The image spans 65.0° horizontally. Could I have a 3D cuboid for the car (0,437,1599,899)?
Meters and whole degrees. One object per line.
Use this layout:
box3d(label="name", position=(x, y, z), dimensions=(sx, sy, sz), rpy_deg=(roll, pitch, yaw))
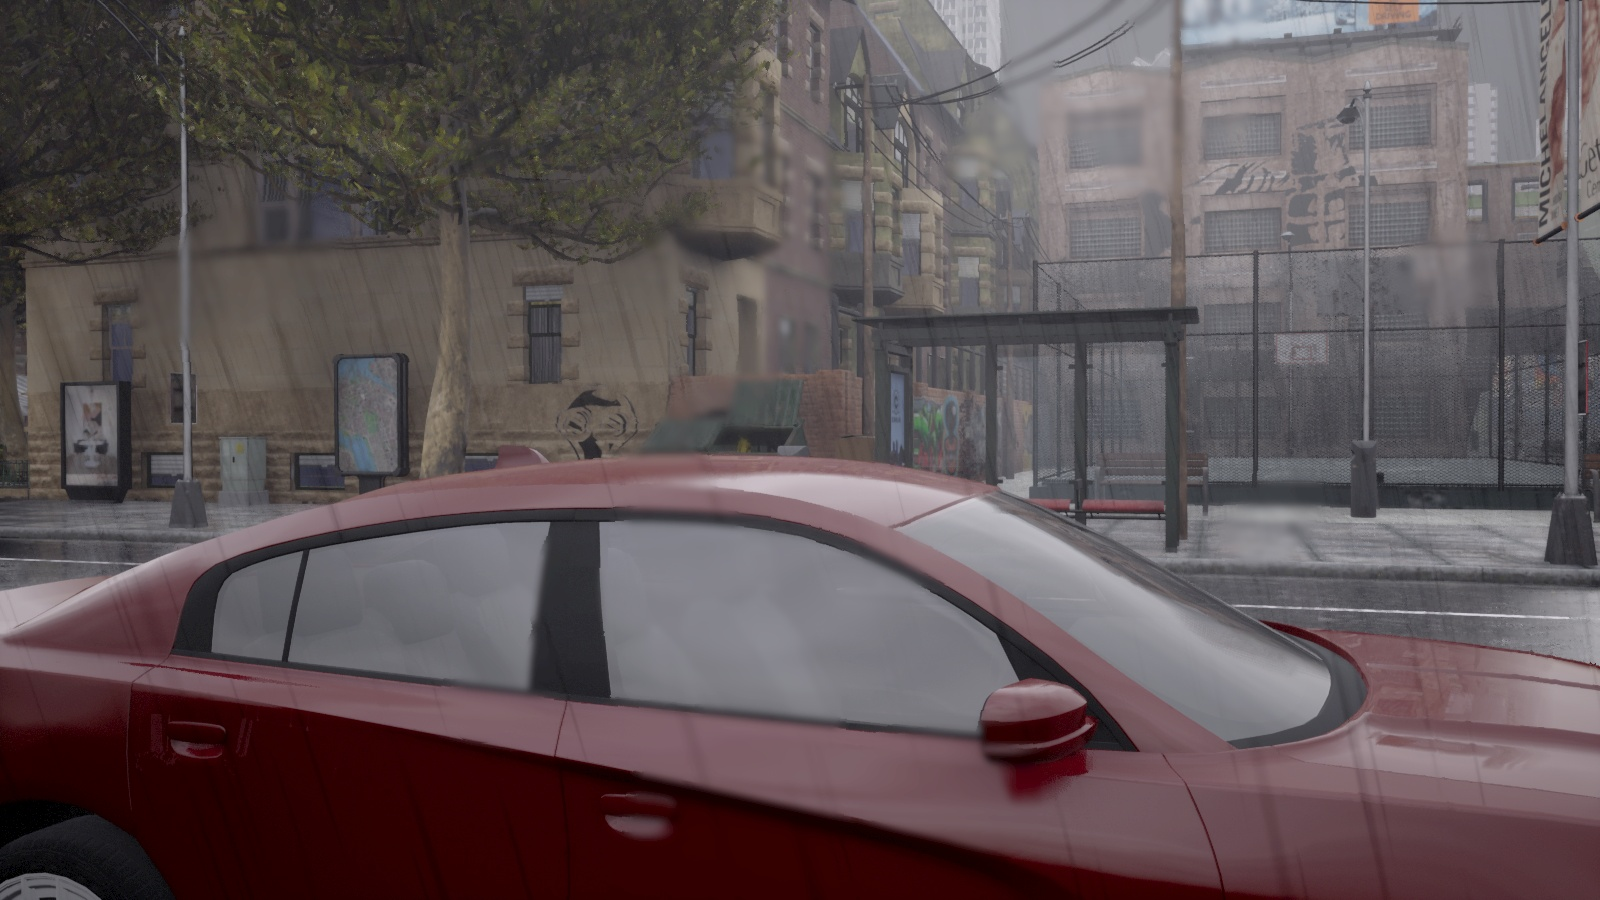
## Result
box3d(label="car", position=(0.026, 0.754, 3.152), dimensions=(5.008, 1.535, 1.882), rpy_deg=(1, 1, 18))
